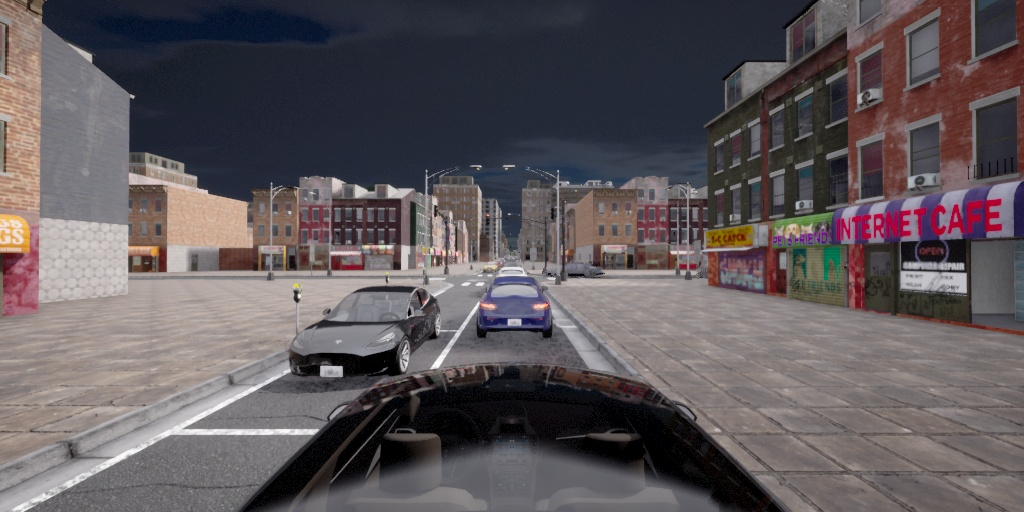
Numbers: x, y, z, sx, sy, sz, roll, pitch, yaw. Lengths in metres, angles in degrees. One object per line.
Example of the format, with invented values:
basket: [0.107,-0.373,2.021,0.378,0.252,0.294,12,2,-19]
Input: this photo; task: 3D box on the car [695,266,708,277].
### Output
car: [19.482,1.236,33.017,4.902,1.511,2.128,0,0,0]

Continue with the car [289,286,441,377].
car: [-2.645,1.317,7.420,1.948,1.339,4.313,0,0,0]

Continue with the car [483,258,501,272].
car: [-2.688,1.323,45.018,1.751,1.417,4.829,0,0,0]

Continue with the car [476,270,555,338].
car: [0.069,1.278,10.100,1.812,1.442,4.674,0,0,0]

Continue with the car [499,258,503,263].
car: [-2.694,1.356,50.793,1.888,1.381,4.507,0,0,0]

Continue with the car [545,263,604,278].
car: [5.654,1.320,33.021,5.357,1.411,2.033,0,0,0]

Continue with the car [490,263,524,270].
car: [-0.003,1.285,19.234,1.812,1.442,4.674,0,0,0]
